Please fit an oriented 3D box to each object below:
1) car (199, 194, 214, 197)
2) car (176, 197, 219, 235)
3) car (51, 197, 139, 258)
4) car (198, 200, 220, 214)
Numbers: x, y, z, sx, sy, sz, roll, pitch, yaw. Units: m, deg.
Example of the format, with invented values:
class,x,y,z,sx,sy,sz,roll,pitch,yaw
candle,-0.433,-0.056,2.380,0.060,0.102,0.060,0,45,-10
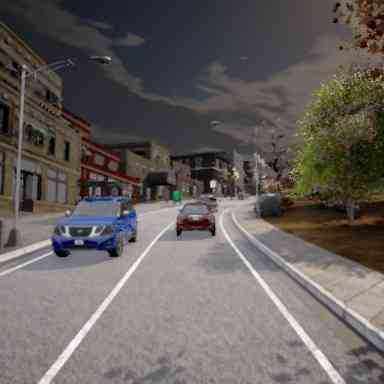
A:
class,x,y,z,sx,sy,sz,roll,pitch,yaw
car,2.307,1.319,55.430,2.150,2.045,5.566,-2,0,16
car,0.267,1.382,19.131,2.097,1.767,4.553,0,0,2
car,-3.551,1.247,13.300,2.150,2.045,5.566,0,0,1
car,1.938,1.632,36.806,1.895,1.301,4.718,-1,0,9
